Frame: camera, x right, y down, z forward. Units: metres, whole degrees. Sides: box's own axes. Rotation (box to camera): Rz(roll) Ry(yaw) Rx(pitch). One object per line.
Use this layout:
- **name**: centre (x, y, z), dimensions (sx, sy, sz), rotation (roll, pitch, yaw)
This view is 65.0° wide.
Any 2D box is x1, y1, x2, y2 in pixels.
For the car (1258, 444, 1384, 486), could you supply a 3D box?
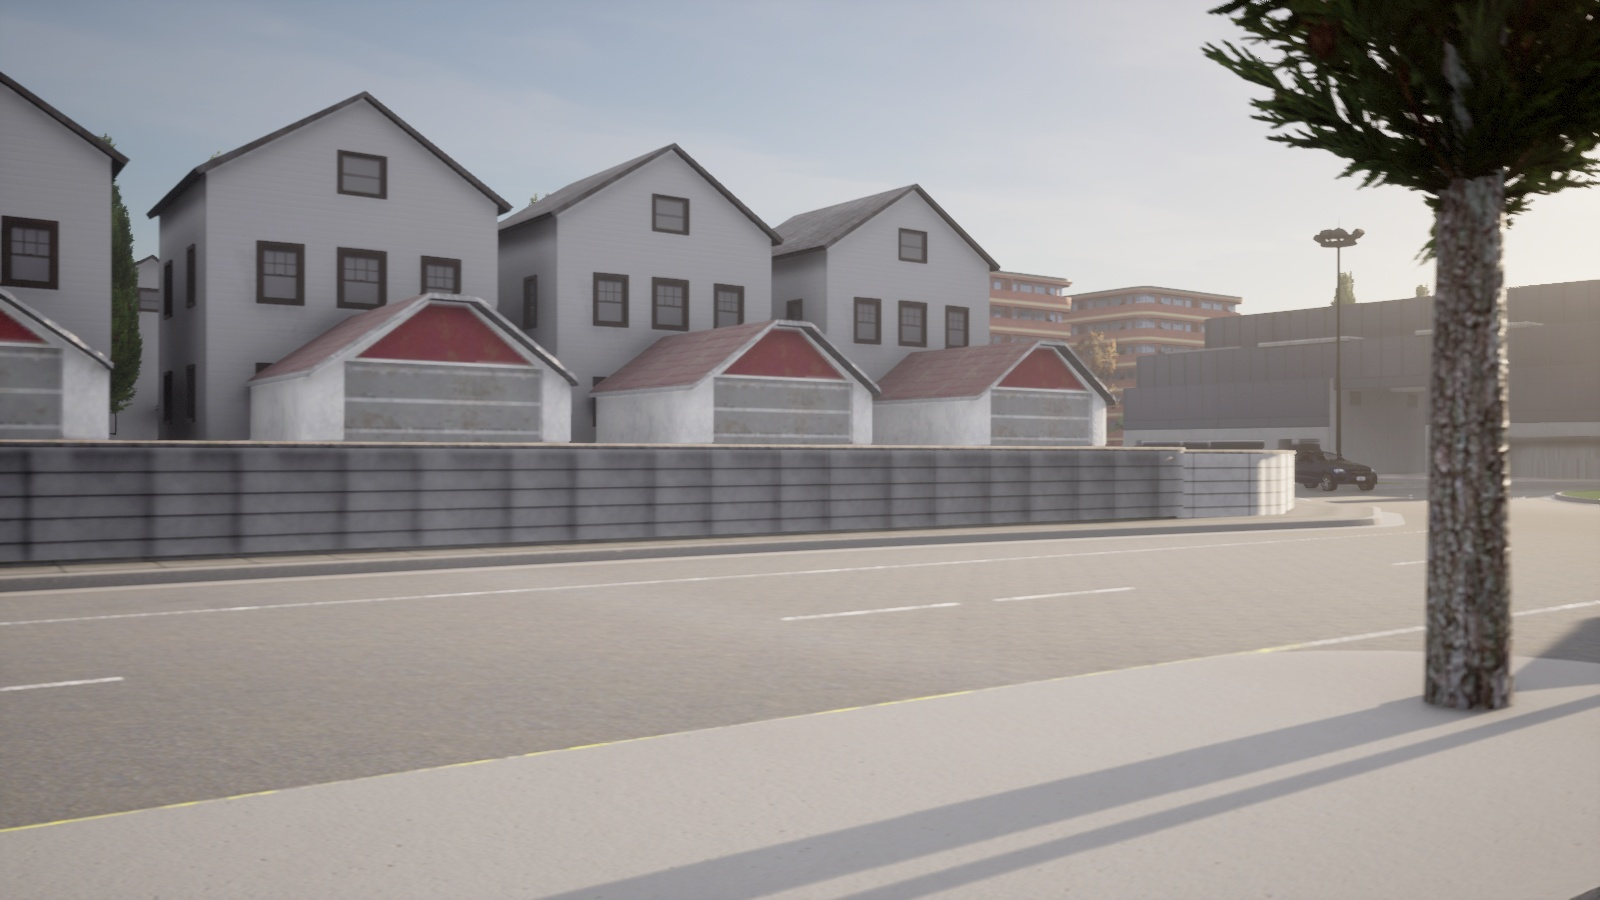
- **car**: centre (21.611, 0.606, 52.370), dimensions (2.152, 1.651, 5.027), rotation (0, 0, -17)
